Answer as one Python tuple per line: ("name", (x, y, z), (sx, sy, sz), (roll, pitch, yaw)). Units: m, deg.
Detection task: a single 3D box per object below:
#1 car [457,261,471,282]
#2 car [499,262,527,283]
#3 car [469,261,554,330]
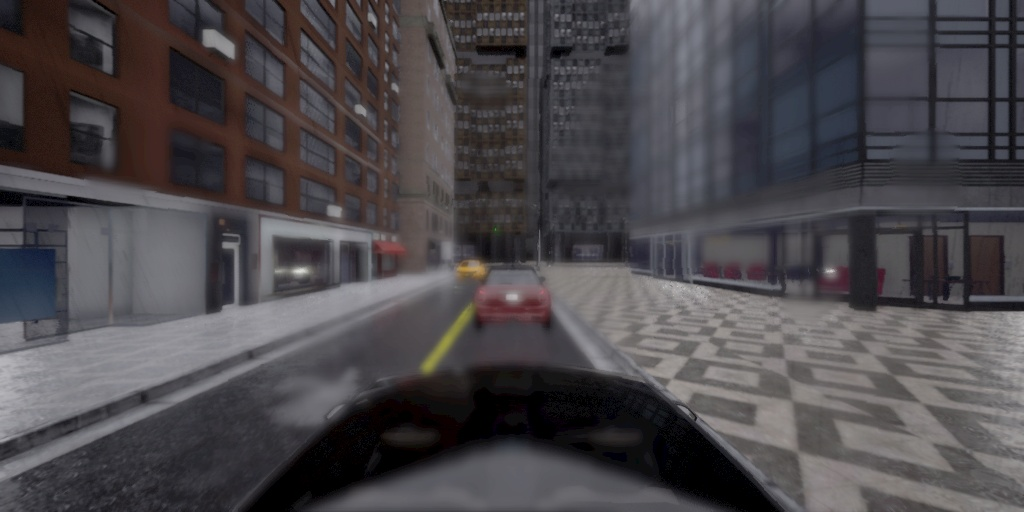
("car", (-3.121, 1.157, 28.523), (1.882, 1.535, 5.008), (0, 0, 0))
("car", (0.058, 1.226, 28.877), (2.033, 1.411, 5.357), (0, 0, 0))
("car", (0.060, 1.073, 11.135), (2.097, 1.767, 4.553), (0, 0, 0))
